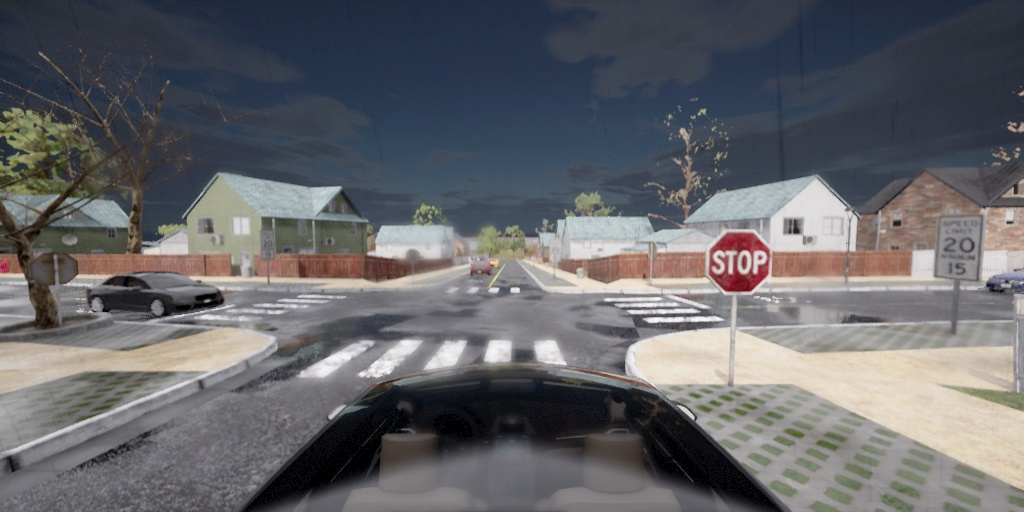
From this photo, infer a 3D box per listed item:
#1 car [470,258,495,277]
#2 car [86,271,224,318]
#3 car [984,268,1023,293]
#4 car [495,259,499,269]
[{"bbox_3d":[-2.914,1.135,34.637,1.882,1.535,5.008,0,0,0],"label":"car"},{"bbox_3d":[-13.308,1.353,13.397,4.892,1.490,1.837,0,3,13],"label":"car"},{"bbox_3d":[23.811,1.035,15.663,4.674,1.442,1.812,0,3,-2],"label":"car"},{"bbox_3d":[-2.927,1.111,53.140,1.882,1.535,5.008,0,0,0],"label":"car"}]
